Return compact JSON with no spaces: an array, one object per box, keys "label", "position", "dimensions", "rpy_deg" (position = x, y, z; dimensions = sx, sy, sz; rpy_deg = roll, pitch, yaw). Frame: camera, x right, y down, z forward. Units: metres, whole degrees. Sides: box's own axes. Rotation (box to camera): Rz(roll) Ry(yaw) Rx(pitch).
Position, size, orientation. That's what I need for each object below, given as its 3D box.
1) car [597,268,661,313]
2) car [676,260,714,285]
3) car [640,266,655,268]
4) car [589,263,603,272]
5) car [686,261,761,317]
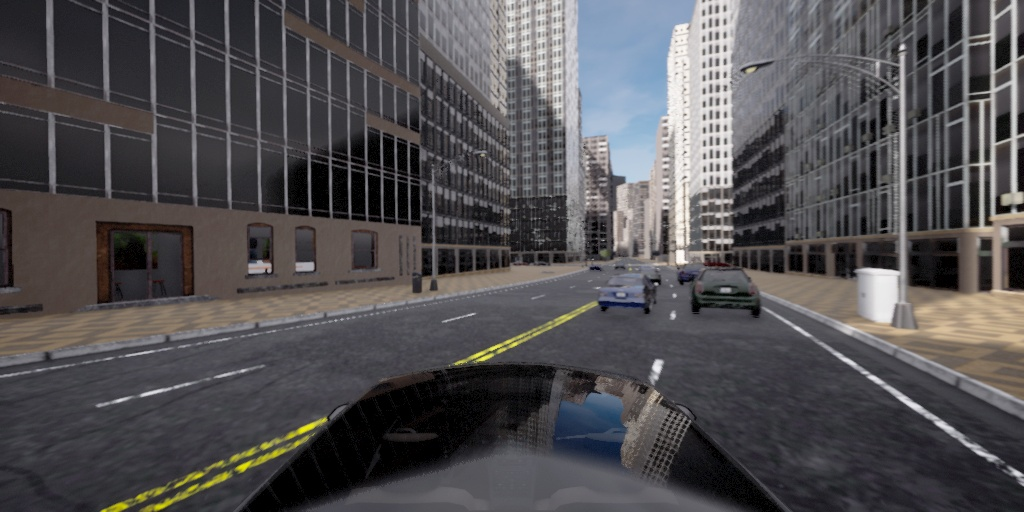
[{"label":"car","position":[4.826,1.402,14.659],"dimensions":[2.033,1.411,5.357],"rpy_deg":[0,-1,25]},{"label":"car","position":[14.150,1.293,28.181],"dimensions":[2.097,1.767,4.553],"rpy_deg":[0,-1,21]},{"label":"car","position":[11.147,1.528,29.425],"dimensions":[1.994,1.385,4.181],"rpy_deg":[0,0,22]},{"label":"car","position":[13.023,1.785,55.373],"dimensions":[1.895,1.301,4.718],"rpy_deg":[0,-1,18]},{"label":"car","position":[8.145,1.193,14.090],"dimensions":[2.097,1.767,4.553],"rpy_deg":[0,-1,25]}]
